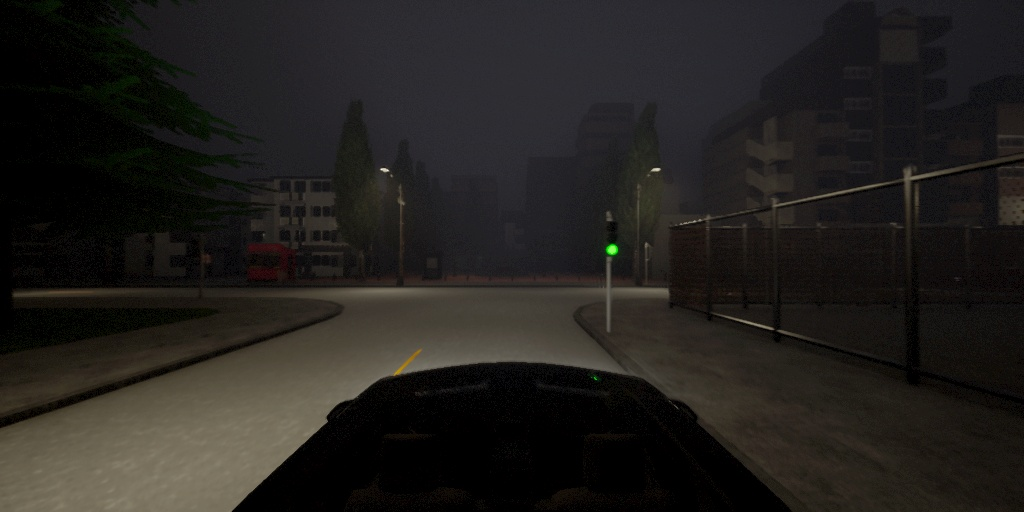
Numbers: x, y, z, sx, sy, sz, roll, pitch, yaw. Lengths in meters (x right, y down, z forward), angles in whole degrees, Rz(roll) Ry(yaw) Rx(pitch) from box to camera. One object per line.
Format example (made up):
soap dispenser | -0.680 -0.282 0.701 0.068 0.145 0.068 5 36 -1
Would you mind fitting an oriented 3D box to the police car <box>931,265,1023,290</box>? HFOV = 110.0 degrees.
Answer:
police car | 30.885 1.384 23.739 5.238 1.638 1.930 0 -1 0
